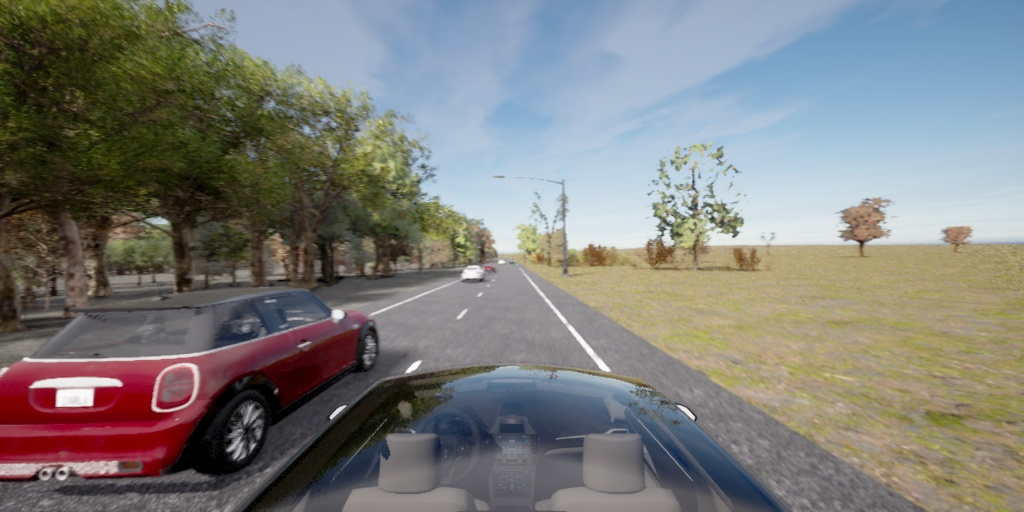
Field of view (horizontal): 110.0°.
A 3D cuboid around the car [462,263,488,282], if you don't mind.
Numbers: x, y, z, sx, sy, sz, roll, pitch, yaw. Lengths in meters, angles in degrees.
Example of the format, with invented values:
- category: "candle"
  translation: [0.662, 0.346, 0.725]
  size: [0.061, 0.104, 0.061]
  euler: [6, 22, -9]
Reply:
- category: "car"
  translation: [-3.598, 1.661, 34.066]
  size: [1.812, 1.442, 4.674]
  euler: [-1, -1, 0]

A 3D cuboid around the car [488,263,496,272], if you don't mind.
- category: "car"
  translation: [-3.582, 1.870, 57.091]
  size: [1.812, 1.442, 4.674]
  euler: [-1, -1, 0]

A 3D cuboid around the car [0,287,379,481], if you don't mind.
- category: "car"
  translation: [-3.619, 1.215, 5.097]
  size: [2.097, 1.767, 4.553]
  euler: [-1, -1, 0]
